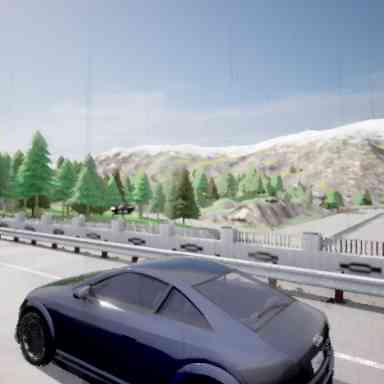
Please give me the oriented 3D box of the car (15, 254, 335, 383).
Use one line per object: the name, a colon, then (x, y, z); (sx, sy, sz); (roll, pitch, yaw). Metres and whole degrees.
car: (-0.438, 1.543, 4.305); (4.181, 1.385, 1.994); (0, 0, 36)
